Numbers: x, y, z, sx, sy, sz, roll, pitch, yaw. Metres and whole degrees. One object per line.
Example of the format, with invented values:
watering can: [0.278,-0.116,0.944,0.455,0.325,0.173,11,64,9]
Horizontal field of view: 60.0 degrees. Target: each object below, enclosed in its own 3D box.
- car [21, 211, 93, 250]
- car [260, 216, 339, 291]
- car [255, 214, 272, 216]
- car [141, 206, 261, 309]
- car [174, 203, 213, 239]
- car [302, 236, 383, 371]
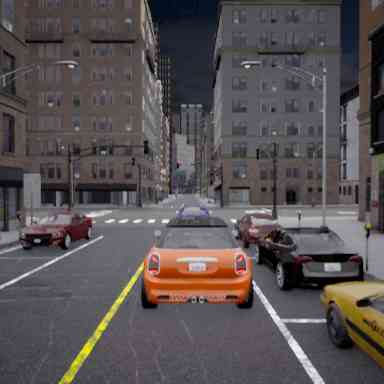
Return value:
car: [-5.675,1.549,14.439,1.887,1.381,4.507,-1,0,0]
car: [2.869,1.569,8.854,1.947,1.339,4.313,-1,0,0]
car: [2.870,1.586,14.440,1.802,1.307,4.206,-1,0,0]
car: [0.099,1.355,8.051,2.097,1.767,4.553,0,0,0]
car: [0.105,1.483,18.339,1.882,1.535,5.008,0,0,1]
car: [2.867,1.526,3.438,1.752,1.417,4.829,-1,0,0]
